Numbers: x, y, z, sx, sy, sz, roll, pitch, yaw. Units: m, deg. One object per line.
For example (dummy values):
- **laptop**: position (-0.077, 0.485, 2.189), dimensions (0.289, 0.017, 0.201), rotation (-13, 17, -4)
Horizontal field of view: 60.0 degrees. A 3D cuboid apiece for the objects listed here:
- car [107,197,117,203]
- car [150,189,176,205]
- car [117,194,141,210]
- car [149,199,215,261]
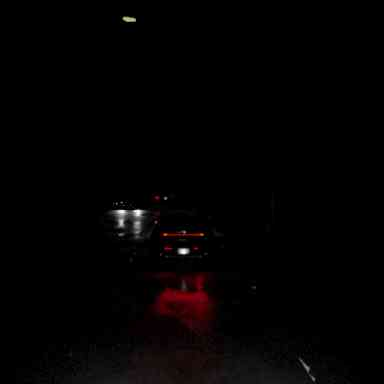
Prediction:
- **car**: position (-17.314, 1.802, 72.535), dimensions (1.994, 1.385, 4.181), rotation (0, -2, -22)
- **car**: position (-2.920, 0.682, 33.318), dimensions (2.150, 2.045, 5.566), rotation (0, 0, -10)
- **car**: position (-6.104, 0.964, 32.837), dimensions (1.837, 1.490, 4.892), rotation (0, 0, -10)
- **car**: position (-0.360, 1.228, 11.145), dimensions (1.837, 1.490, 4.892), rotation (0, 2, -3)
